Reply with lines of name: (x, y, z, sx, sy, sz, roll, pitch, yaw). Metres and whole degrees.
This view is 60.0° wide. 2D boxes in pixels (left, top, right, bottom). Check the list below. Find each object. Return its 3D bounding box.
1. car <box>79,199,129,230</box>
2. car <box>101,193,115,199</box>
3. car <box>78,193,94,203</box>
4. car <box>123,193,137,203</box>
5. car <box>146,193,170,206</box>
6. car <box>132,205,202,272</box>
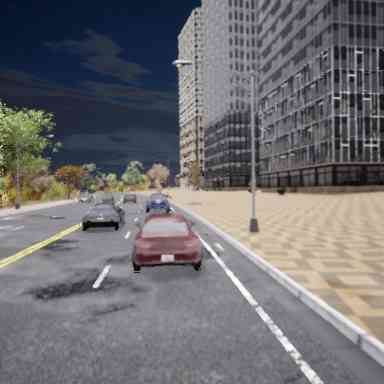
car: (-4.972, 1.321, 19.146, 1.994, 1.385, 4.181, -1, 1, -7)
car: (-12.862, 0.933, 51.236, 1.837, 1.490, 4.892, -1, 1, -10)
car: (-16.069, 0.877, 50.697, 2.128, 1.511, 4.902, -1, 1, -10)
car: (-9.437, 0.842, 50.964, 2.128, 1.511, 4.902, -1, 1, -9)
car: (-3.228, 0.903, 31.295, 2.097, 1.767, 4.553, -1, 1, -7)
car: (-0.791, 1.371, 10.236, 1.812, 1.442, 4.674, -1, 1, -5)
